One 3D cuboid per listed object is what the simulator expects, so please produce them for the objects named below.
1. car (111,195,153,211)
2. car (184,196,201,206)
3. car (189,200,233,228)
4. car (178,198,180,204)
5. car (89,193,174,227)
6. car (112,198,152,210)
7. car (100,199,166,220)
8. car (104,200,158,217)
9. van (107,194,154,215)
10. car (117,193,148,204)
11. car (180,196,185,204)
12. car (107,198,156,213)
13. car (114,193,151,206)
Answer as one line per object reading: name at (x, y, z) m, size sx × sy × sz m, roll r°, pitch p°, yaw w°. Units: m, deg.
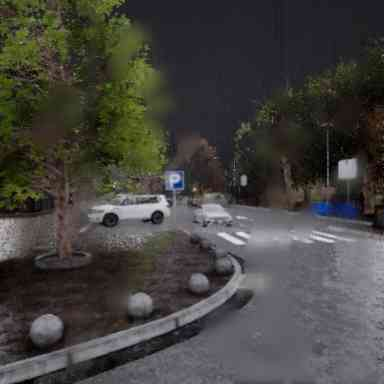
car at (-7.402, 1.354, 40.822) m, size 4.553 × 1.767 × 2.185 m, roll -1°, pitch 0°, yaw -30°
car at (0.517, 1.583, 50.598) m, size 1.895 × 1.301 × 4.718 m, roll 0°, pitch 0°, yaw -10°
car at (1.307, 1.512, 22.390) m, size 1.812 × 1.442 × 4.674 m, roll 0°, pitch 0°, yaw -10°
car at (-3.479, 1.536, 49.543) m, size 2.033 × 1.411 × 5.357 m, roll 0°, pitch 0°, yaw -10°
car at (-4.212, 1.229, 23.066) m, size 5.566 × 2.045 × 2.435 m, roll -1°, pitch 0°, yaw -30°
car at (-7.893, 1.520, 43.791) m, size 4.674 × 1.452 × 2.002 m, roll -1°, pitch 0°, yaw -30°
car at (-5.098, 1.474, 29.098) m, size 5.366 × 1.575 × 1.946 m, roll -1°, pitch 0°, yaw -30°
car at (-5.795, 1.519, 31.961) m, size 4.674 × 1.452 × 2.002 m, roll -1°, pitch 0°, yaw -30°
van at (-6.420, 1.255, 34.854) m, size 4.442 × 1.987 × 1.878 m, roll -1°, pitch 0°, yaw -30°
car at (-11.529, 1.251, 64.515) m, size 5.566 × 2.045 × 2.435 m, roll -1°, pitch 0°, yaw -30°
car at (-1.406, 1.486, 61.071) m, size 2.128 × 1.511 × 4.902 m, roll 0°, pitch 0°, yaw -10°
car at (-6.836, 1.479, 37.873) m, size 5.008 × 1.535 × 2.097 m, roll -1°, pitch 0°, yaw -30°
car at (-9.956, 1.236, 55.637) m, size 5.566 × 2.045 × 2.435 m, roll -1°, pitch 0°, yaw -30°
